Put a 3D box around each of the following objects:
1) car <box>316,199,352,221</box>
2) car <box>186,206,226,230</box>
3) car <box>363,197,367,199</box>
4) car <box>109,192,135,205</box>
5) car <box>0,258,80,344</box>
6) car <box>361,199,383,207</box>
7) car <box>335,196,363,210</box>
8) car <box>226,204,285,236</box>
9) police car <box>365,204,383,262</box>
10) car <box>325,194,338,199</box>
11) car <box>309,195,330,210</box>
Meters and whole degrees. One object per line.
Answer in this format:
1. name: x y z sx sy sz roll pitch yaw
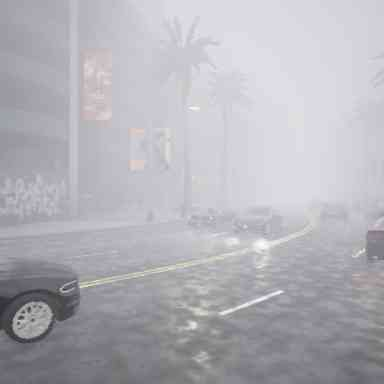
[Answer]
1. car: 11.572 1.551 27.355 1.994 1.385 4.181 0 0 18
2. car: 1.459 1.586 21.392 1.895 1.301 4.718 0 0 28
3. car: 24.785 1.461 49.062 2.231 1.521 4.892 0 0 16
4. car: -10.836 0.982 51.444 2.435 2.045 5.566 0 0 16
5. car: -4.205 1.471 4.747 5.008 1.535 1.882 0 0 -35
6. car: 14.790 1.516 25.950 1.812 1.442 4.674 0 0 19
7. car: 19.503 1.546 41.506 1.994 1.385 4.181 0 0 16
8. car: 3.882 1.493 18.735 1.837 1.490 4.892 1 1 30
9. police car: 7.375 1.422 11.378 1.930 1.638 5.238 0 0 38
10. car: 32.877 1.318 77.300 2.185 1.767 4.553 0 0 16
11. car: 16.276 1.504 42.944 1.812 1.442 4.674 0 0 16
